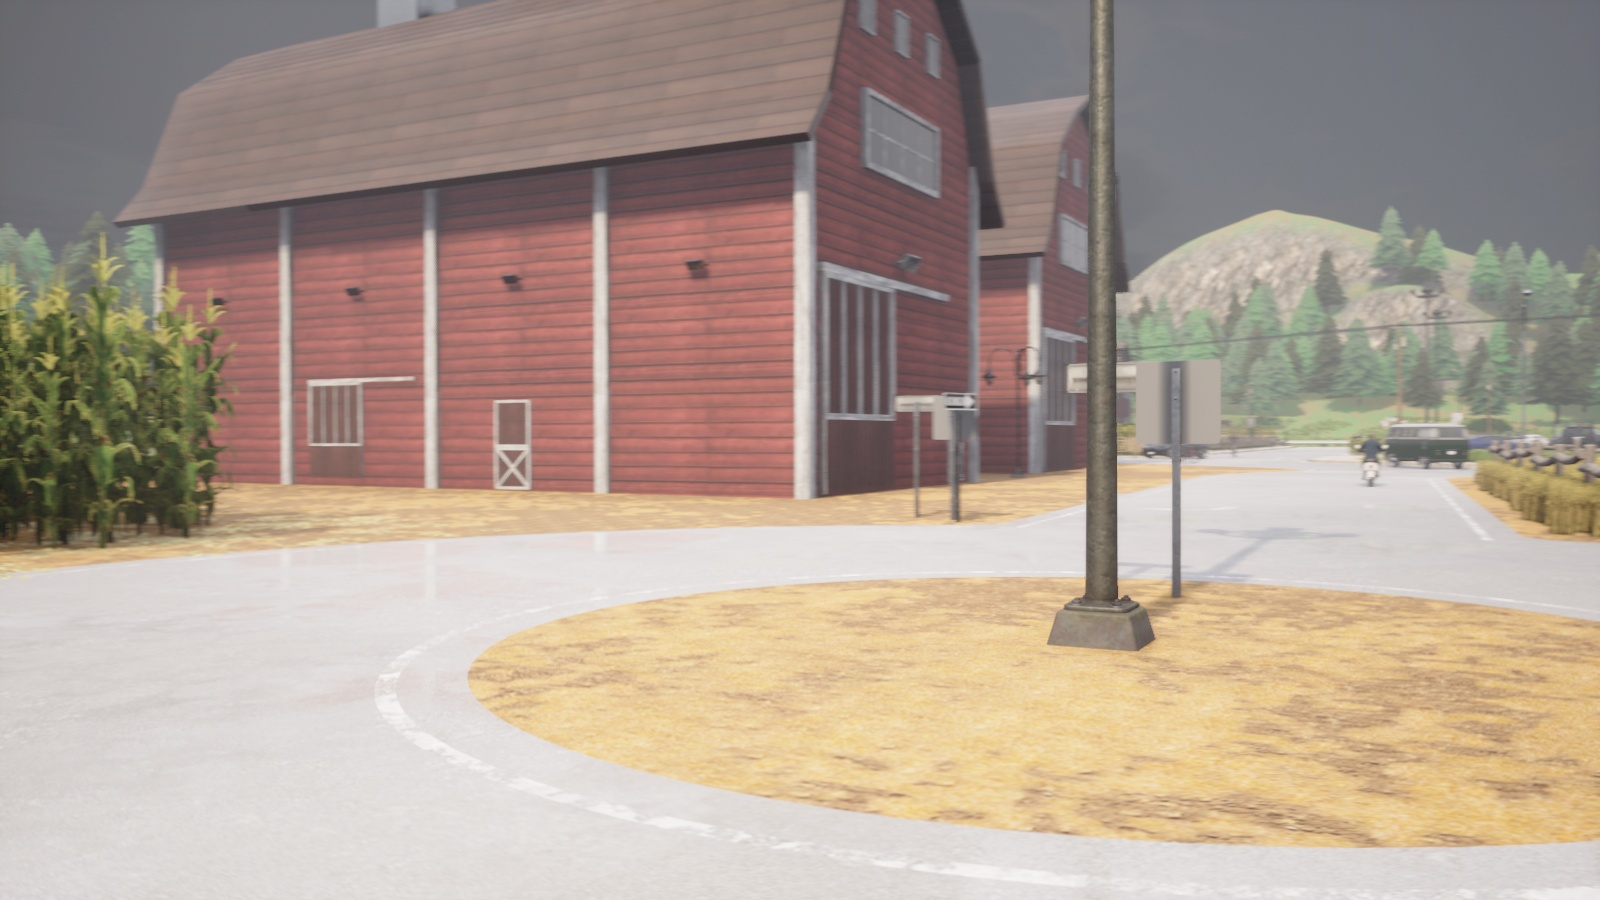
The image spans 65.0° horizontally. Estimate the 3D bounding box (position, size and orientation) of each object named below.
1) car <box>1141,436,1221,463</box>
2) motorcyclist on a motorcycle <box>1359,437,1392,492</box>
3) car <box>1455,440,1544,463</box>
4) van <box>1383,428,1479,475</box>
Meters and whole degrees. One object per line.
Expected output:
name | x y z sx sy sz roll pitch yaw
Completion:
car | 22.929 -0.024 75.550 4.792 1.488 2.163 1 0 -37
motorcyclist on a motorcycle | 17.200 0.418 37.515 0.866 1.590 1.817 1 1 25
car | 45.006 0.108 80.876 4.674 1.442 1.812 0 1 5
van | 27.563 0.035 55.024 1.775 1.987 4.442 1 1 -3
